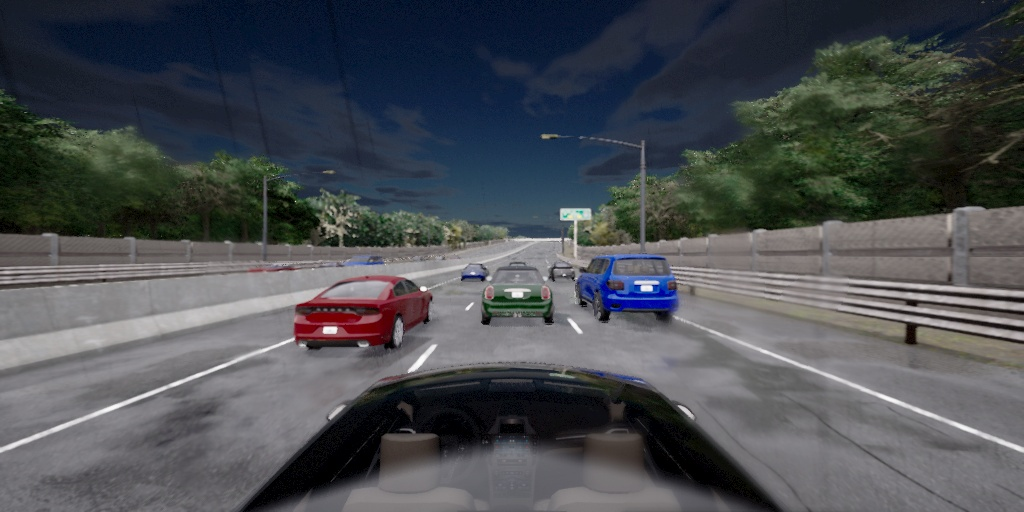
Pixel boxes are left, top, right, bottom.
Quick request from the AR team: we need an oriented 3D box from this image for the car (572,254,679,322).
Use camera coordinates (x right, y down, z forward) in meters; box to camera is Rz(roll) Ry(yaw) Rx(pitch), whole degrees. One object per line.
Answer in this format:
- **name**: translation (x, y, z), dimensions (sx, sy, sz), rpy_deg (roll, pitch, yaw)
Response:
- **car**: translation (3.673, 0.966, 12.379), dimensions (2.150, 2.045, 5.566), rpy_deg (0, 0, 1)

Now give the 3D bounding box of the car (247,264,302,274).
- **car**: translation (-20.676, 1.318, 31.414), dimensions (1.895, 1.301, 4.718), rpy_deg (0, 0, 2)

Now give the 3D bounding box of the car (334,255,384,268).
- **car**: translation (-13.631, 0.945, 32.939), dimensions (2.150, 2.045, 5.566), rpy_deg (0, 0, 2)

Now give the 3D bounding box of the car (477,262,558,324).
- **car**: translation (0.175, 1.095, 12.117), dimensions (2.097, 1.767, 4.553), rpy_deg (0, 0, 1)

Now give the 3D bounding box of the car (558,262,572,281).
- **car**: translation (3.977, 1.227, 29.262), dimensions (2.128, 1.511, 4.902), rpy_deg (0, 0, 1)

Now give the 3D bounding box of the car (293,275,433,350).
- **car**: translation (-3.354, 1.222, 9.124), dimensions (1.882, 1.535, 5.008), rpy_deg (0, 0, 0)

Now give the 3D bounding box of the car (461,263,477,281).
- **car**: translation (-3.007, 1.294, 29.937), dimensions (1.994, 1.385, 4.181), rpy_deg (0, 0, 1)

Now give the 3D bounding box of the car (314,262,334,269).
- **car**: translation (-17.093, 1.281, 34.095), dimensions (1.994, 1.385, 4.181), rpy_deg (0, 0, 2)

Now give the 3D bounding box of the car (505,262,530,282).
- **car**: translation (0.478, 1.238, 29.342), dimensions (1.837, 1.490, 4.892), rpy_deg (0, 0, 1)
